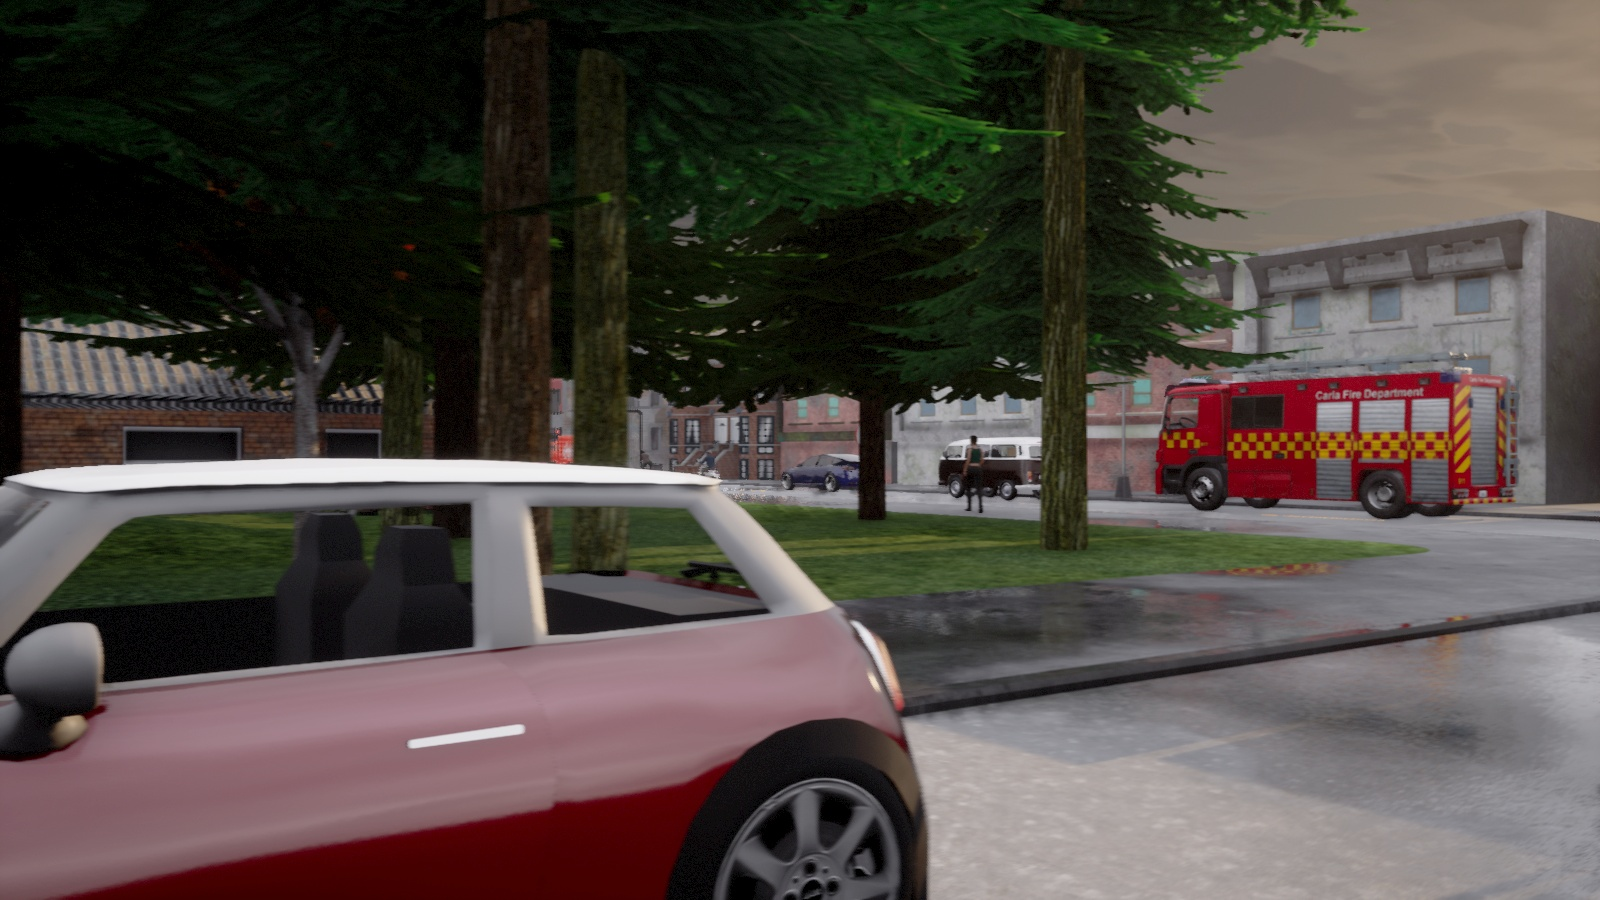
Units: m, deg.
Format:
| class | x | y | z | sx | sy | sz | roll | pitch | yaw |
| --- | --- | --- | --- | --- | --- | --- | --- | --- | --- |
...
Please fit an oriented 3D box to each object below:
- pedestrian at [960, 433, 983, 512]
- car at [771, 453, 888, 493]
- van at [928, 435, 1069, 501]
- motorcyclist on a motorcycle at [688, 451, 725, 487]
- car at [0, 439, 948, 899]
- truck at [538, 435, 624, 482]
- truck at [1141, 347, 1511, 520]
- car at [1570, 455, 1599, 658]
| class | x | y | z | sx | sy | sz | roll | pitch | yaw |
| --- | --- | --- | --- | --- | --- | --- | --- | --- | --- |
| pedestrian | 4.018 | 0.527 | 29.483 | 0.345 | 1.836 | 0.594 | 0 | 0 | -12 |
| car | 1.094 | 0.876 | 49.251 | 2.163 | 1.488 | 4.792 | 0 | 0 | -35 |
| van | 6.475 | 0.569 | 41.422 | 2.069 | 2.038 | 4.480 | 0 | 0 | -34 |
| motorcyclist on a motorcycle | -4.236 | 0.860 | 57.007 | 0.866 | 1.590 | 1.817 | 0 | 0 | -35 |
| car | -1.732 | 0.721 | 3.062 | 3.806 | 1.475 | 1.970 | 0 | 0 | -35 |
| truck | -11.930 | 0.463 | 68.175 | 2.627 | 2.467 | 5.204 | 0 | 0 | -35 |
| truck | 13.006 | -0.356 | 32.009 | 2.891 | 3.827 | 8.468 | 0 | 0 | -35 |
| car | 7.916 | 0.771 | 9.770 | 4.193 | 1.474 | 1.816 | 0 | 0 | -36 |
